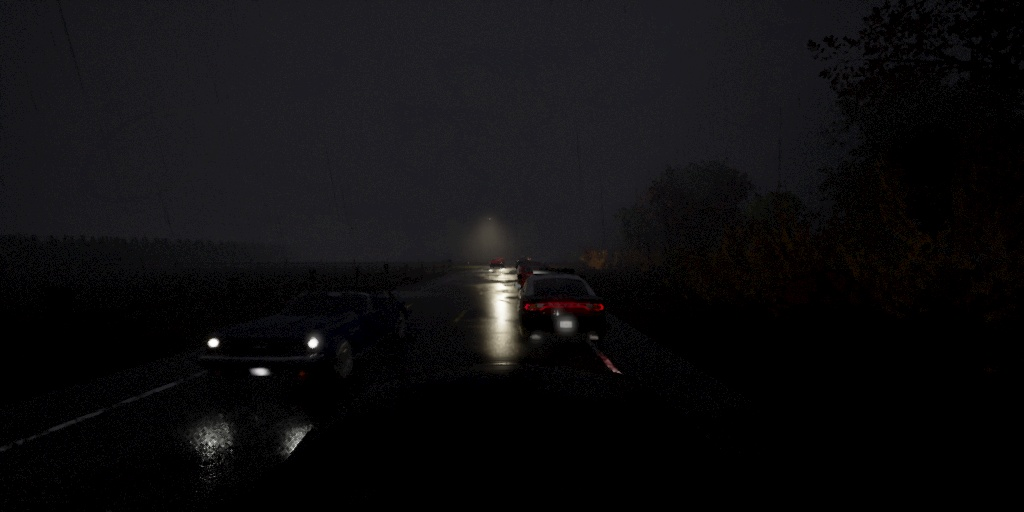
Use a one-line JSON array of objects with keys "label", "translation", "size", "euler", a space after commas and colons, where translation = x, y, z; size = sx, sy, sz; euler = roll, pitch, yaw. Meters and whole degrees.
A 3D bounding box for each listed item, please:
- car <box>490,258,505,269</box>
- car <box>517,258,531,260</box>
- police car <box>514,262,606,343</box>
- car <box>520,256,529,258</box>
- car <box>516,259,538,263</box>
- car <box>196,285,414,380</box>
[{"label": "car", "translation": [-2.032, 0.956, 51.093], "size": [1.882, 1.535, 5.008], "euler": [0, 0, 4]}, {"label": "car", "translation": [1.433, 1.102, 25.513], "size": [1.882, 1.535, 5.008], "euler": [0, 0, 2]}, {"label": "police car", "translation": [1.102, 1.134, 9.679], "size": [1.930, 1.638, 5.238], "euler": [0, 0, 1]}, {"label": "car", "translation": [1.468, 0.994, 49.268], "size": [1.837, 1.490, 4.892], "euler": [0, 0, 4]}, {"label": "car", "translation": [1.274, 1.135, 19.535], "size": [1.882, 1.535, 5.008], "euler": [0, 0, 1]}, {"label": "car", "translation": [-3.556, 1.322, 7.292], "size": [1.895, 1.301, 4.718], "euler": [0, 0, 1]}]
